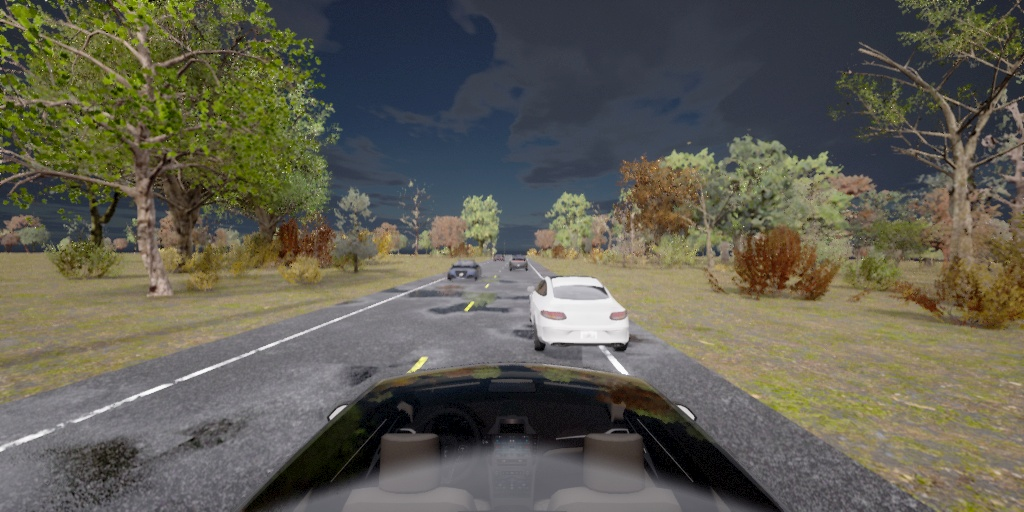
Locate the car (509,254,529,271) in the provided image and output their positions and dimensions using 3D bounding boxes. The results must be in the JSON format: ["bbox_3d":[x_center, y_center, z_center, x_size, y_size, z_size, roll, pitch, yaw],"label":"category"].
[{"bbox_3d":[0.706,0.701,37.124,2.128,1.511,4.902,0,1,2],"label":"car"}]

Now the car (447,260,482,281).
[{"bbox_3d":[-3.176,0.945,24.689,1.994,1.385,4.181,0,1,1],"label":"car"}]

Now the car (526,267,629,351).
[{"bbox_3d":[1.369,1.165,8.503,1.812,1.442,4.674,0,1,1],"label":"car"}]
